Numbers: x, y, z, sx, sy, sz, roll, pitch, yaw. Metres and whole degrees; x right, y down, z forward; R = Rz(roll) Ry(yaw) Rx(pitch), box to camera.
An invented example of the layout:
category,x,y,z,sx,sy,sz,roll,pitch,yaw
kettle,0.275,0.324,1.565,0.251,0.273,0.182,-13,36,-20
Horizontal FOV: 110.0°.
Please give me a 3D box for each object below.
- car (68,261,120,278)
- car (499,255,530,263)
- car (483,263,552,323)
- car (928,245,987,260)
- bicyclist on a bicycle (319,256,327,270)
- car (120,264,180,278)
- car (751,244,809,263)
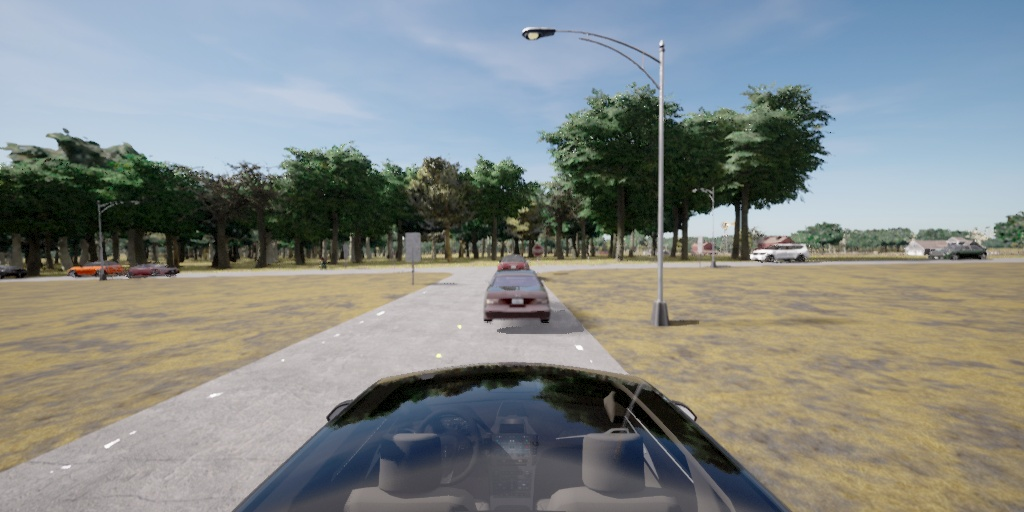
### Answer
category,x,y,z,sx,sy,sz,roll,pitch,yaw
car,-46.287,1.419,39.901,4.553,1.767,2.097,-1,2,1
car,0.154,0.681,24.515,2.097,1.767,4.553,0,1,1
car,0.107,1.107,11.247,2.033,1.411,5.357,0,1,-1
car,49.131,-0.394,39.599,4.553,1.767,2.097,-1,2,0
bicyclist on a bicycle,-22.599,0.871,42.916,0.582,1.620,1.656,-1,1,0
car,-37.028,1.489,37.005,4.181,1.385,1.994,-1,2,0
car,29.671,-0.295,39.741,5.566,2.045,2.150,-1,2,0
